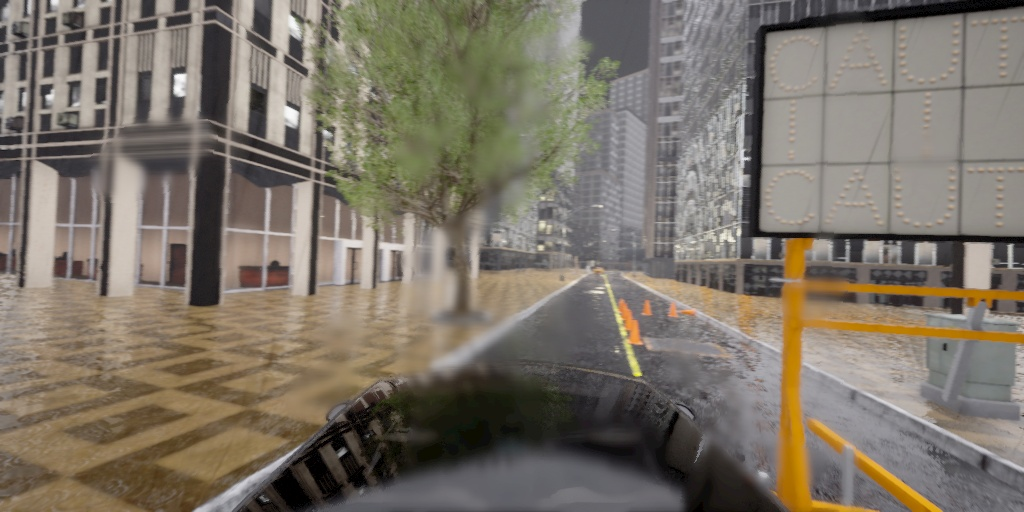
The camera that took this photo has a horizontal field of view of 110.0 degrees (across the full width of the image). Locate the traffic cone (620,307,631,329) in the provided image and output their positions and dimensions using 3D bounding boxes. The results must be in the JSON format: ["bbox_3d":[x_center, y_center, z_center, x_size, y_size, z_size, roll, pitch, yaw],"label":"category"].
[{"bbox_3d":[3.634,1.981,11.169,0.340,0.580,0.340,0,0,14],"label":"traffic cone"}]

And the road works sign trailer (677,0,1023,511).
[{"bbox_3d":[2.605,0.328,2.154,2.380,3.560,2.880,0,0,14],"label":"road works sign trailer"}]

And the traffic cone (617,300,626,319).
[{"bbox_3d":[4.115,2.028,13.110,0.340,0.580,0.340,0,0,14],"label":"traffic cone"}]

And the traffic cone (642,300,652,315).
[{"bbox_3d":[5.565,2.111,14.810,0.340,0.580,0.340,0,0,14],"label":"traffic cone"}]

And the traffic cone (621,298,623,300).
[{"bbox_3d":[4.595,2.074,15.051,0.340,0.580,0.340,0,0,14],"label":"traffic cone"}]

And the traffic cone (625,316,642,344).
[{"bbox_3d":[3.154,1.935,9.228,0.340,0.580,0.340,0,0,14],"label":"traffic cone"}]

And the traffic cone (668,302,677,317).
[{"bbox_3d":[6.534,2.148,14.569,0.340,0.580,0.340,0,0,14],"label":"traffic cone"}]
